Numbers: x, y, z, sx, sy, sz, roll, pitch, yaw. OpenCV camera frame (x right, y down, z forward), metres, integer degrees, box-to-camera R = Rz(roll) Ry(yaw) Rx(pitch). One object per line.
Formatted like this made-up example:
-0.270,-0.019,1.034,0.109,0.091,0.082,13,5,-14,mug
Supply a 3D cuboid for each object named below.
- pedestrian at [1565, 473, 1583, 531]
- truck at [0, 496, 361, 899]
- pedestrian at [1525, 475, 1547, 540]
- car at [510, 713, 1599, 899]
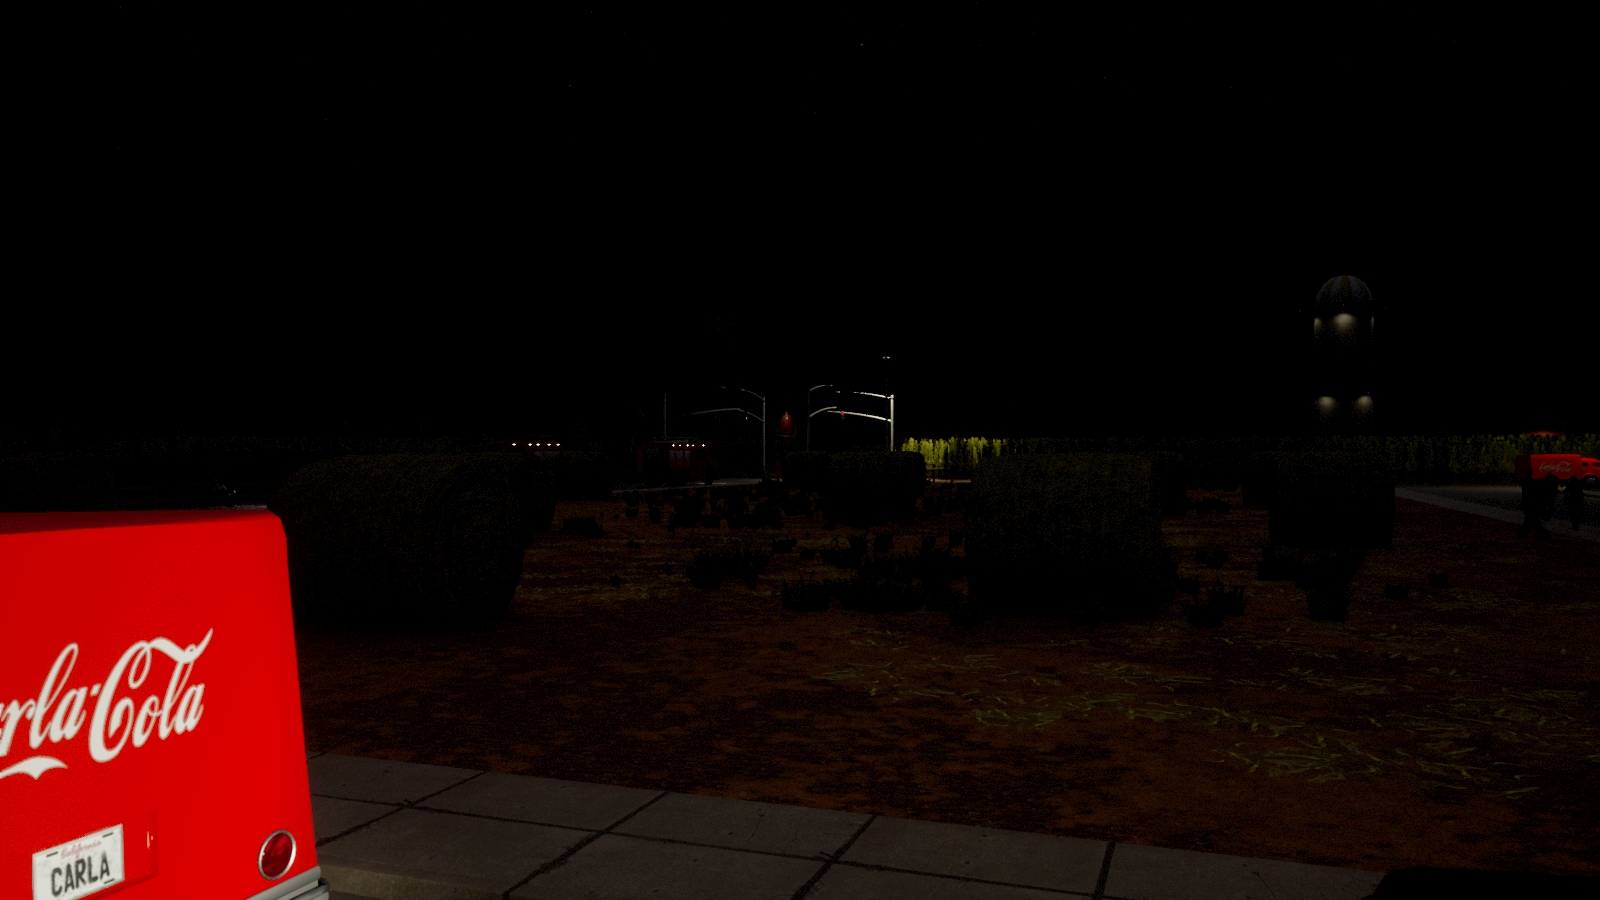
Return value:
24.827,1.665,36.655,0.375,1.860,0.375,0,0,15,pedestrian
-5.018,1.544,5.126,5.204,2.467,2.627,-2,-1,20,truck
21.399,1.666,33.218,0.375,1.860,0.375,0,0,-17,pedestrian
1.794,1.906,2.679,4.553,1.767,2.097,0,0,20,car
